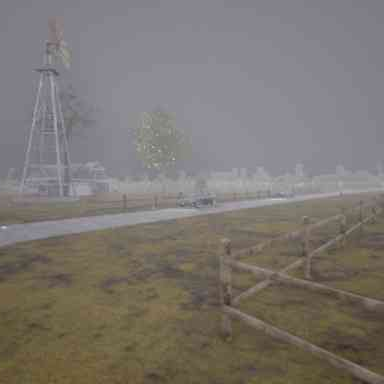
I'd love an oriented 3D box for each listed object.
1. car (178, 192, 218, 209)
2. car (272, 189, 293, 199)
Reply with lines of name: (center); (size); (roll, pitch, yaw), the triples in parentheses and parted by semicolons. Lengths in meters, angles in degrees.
car: (0.640, 0.703, 31.185); (1.837, 1.490, 4.892); (-1, 1, 35)
car: (13.446, 0.231, 49.162); (1.994, 1.385, 4.181); (-1, 1, 36)
